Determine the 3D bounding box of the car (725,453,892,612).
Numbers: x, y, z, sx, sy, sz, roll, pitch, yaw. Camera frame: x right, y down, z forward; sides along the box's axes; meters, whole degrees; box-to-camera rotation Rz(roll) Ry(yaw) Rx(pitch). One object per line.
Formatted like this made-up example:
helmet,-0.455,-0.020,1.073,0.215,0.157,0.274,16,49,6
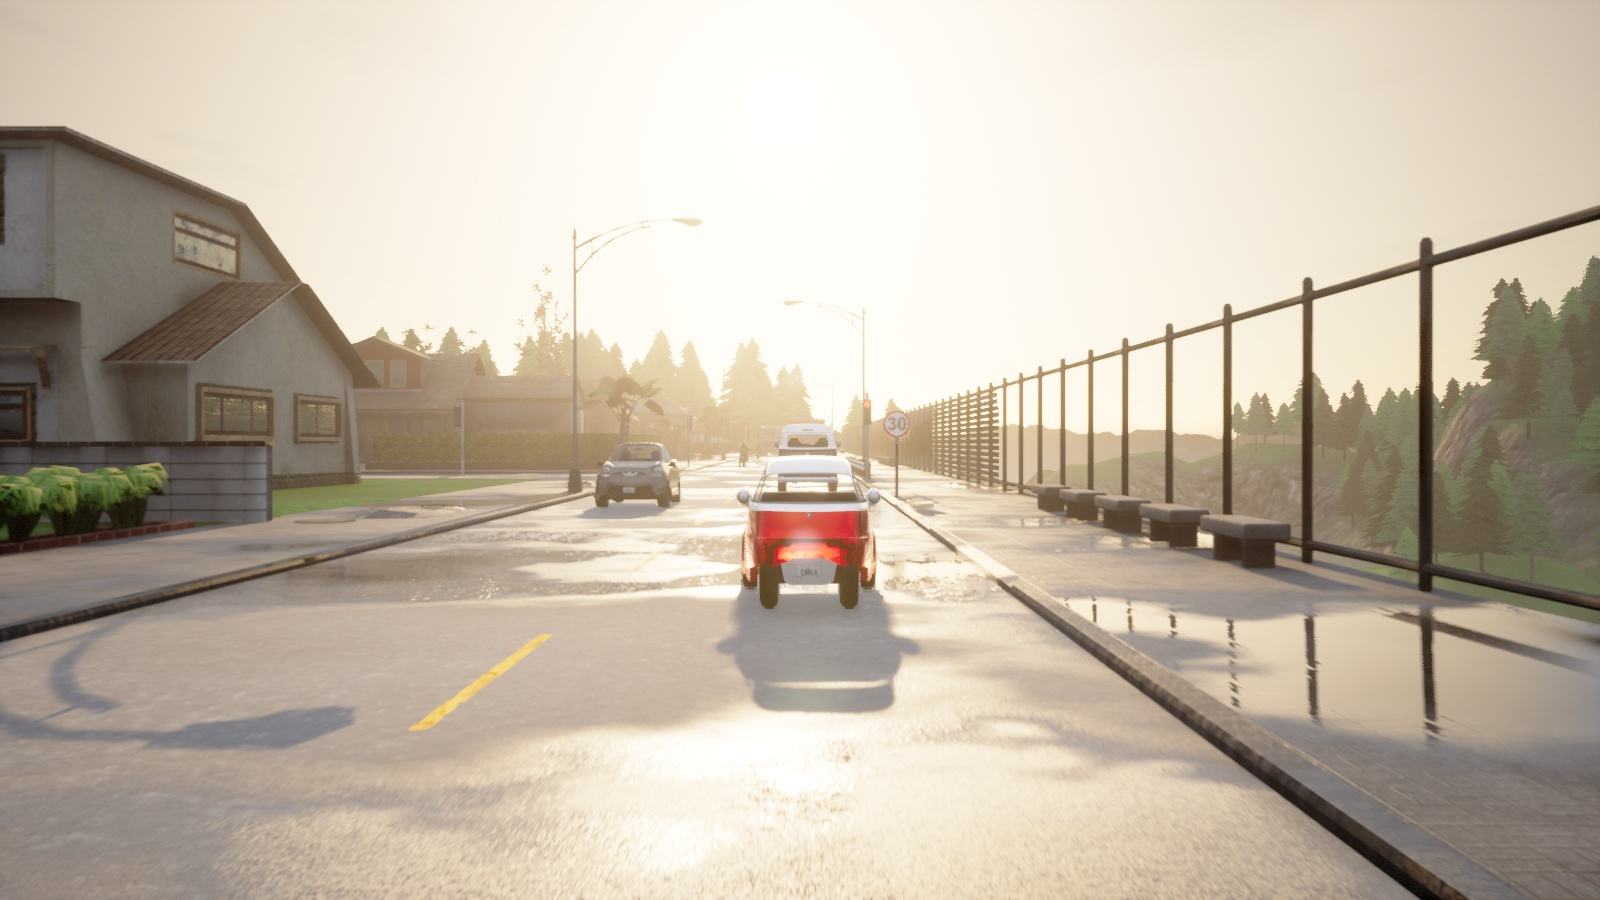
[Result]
car,0.085,0.732,12.243,1.481,1.376,2.207,0,1,0

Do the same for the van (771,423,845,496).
van,0.228,0.259,37.373,2.069,2.038,4.480,0,0,0

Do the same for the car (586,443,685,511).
car,-3.816,0.590,29.728,1.845,1.501,3.633,0,0,0
